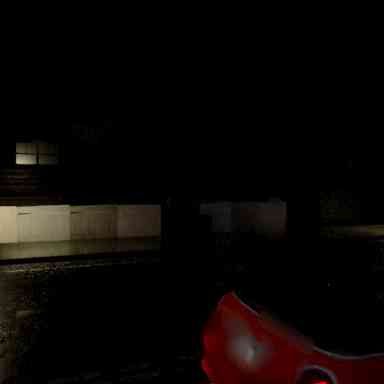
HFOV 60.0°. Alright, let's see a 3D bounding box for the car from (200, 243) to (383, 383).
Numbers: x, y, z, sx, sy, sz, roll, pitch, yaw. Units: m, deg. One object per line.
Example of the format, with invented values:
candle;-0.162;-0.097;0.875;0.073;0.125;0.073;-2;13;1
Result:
car;2.467;1.354;3.488;4.553;1.767;2.097;0;0;-19
